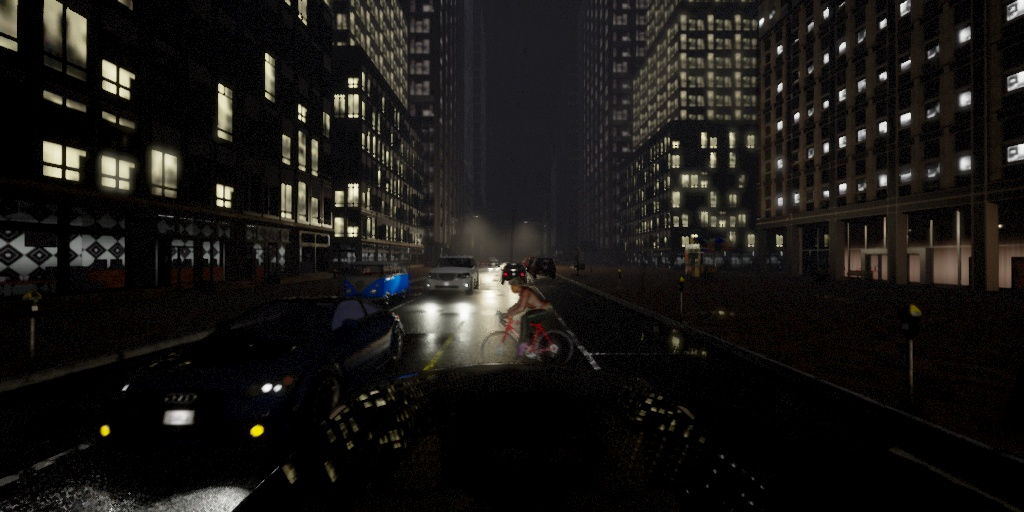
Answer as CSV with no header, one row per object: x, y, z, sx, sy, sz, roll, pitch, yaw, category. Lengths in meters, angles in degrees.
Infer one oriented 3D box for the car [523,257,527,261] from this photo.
2.744,1.056,43.010,2.192,1.841,5.009,0,0,0,car

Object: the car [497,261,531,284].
0.139,1.292,27.165,2.033,1.411,5.357,0,0,0,car

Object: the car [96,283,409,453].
-3.088,1.313,5.320,1.994,1.385,4.181,0,0,0,car

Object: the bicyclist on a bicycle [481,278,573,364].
0.251,1.202,6.361,1.656,1.620,0.582,-2,0,0,bicyclist on a bicycle

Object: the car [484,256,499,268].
-3.001,1.228,60.641,2.128,1.511,4.902,0,0,0,car

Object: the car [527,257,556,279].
2.732,1.059,31.931,2.192,1.841,5.009,0,0,0,car

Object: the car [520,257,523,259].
2.757,1.052,54.089,2.192,1.841,5.009,0,0,0,car

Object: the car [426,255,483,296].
-3.066,0.970,19.614,2.150,2.045,5.566,0,0,0,car

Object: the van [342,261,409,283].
-5.666,1.089,15.322,1.690,1.789,3.998,0,0,0,van

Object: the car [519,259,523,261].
0.157,1.342,44.880,1.895,1.301,4.718,0,0,0,car
